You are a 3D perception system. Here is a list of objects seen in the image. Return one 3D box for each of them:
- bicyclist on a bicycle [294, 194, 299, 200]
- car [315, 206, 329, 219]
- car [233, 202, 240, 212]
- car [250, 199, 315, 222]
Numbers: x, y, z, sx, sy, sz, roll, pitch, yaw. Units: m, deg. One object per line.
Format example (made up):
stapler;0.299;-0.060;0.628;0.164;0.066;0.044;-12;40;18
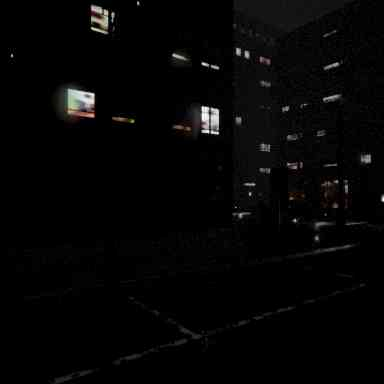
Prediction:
bicyclist on a bicycle;11.451;1.011;36.190;1.656;1.620;0.582;0;1;-36
car;8.223;1.318;25.813;1.812;1.442;4.674;0;1;-37
car;2.723;1.167;33.332;1.837;1.490;4.892;0;1;-36
car;6.206;1.342;24.168;2.008;1.369;4.403;1;0;-36
